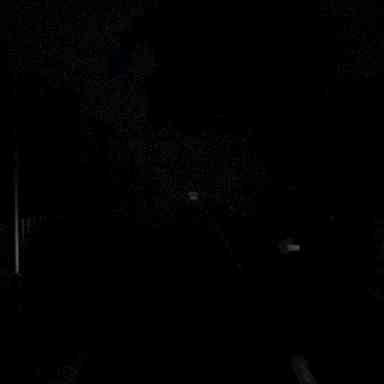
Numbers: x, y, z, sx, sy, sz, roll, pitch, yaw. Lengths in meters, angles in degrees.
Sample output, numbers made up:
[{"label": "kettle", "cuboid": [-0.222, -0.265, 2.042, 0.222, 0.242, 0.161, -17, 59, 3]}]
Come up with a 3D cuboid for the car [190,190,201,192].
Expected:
[{"label": "car", "cuboid": [0.279, 0.539, 73.984, 2.150, 2.045, 5.566, 0, 0, 0]}]

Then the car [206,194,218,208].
[{"label": "car", "cuboid": [2.743, 1.175, 32.927, 1.967, 1.590, 4.097, -1, 0, 0]}]

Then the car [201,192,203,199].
[{"label": "car", "cuboid": [2.914, 0.985, 77.291, 2.008, 1.369, 4.403, -1, 0, 0]}]

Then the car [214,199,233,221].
[{"label": "car", "cuboid": [2.704, 1.402, 21.837, 1.802, 1.307, 4.206, -1, 0, 0]}]

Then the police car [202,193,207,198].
[{"label": "police car", "cuboid": [2.932, 1.048, 48.589, 1.930, 1.638, 5.238, 0, 0, 0]}]

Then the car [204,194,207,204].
[{"label": "car", "cuboid": [2.766, 1.245, 38.472, 2.008, 1.369, 4.403, -1, 0, 0]}]

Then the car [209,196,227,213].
[{"label": "car", "cuboid": [2.724, 1.321, 27.382, 1.887, 1.381, 4.507, -1, 0, 0]}]

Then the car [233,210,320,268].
[{"label": "car", "cuboid": [2.661, 1.476, 10.746, 1.947, 1.339, 4.313, -1, 0, 0]}]

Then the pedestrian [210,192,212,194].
[{"label": "pedestrian", "cuboid": [2.943, 0.897, 51.580, 0.375, 1.860, 0.375, -1, 2, -10]}]

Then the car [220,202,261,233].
[{"label": "car", "cuboid": [2.682, 1.415, 16.291, 2.008, 1.369, 4.403, -1, 0, 0]}]

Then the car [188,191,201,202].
[{"label": "car", "cuboid": [0.239, 1.068, 61.917, 1.812, 1.442, 4.674, 0, 0, 0]}]
